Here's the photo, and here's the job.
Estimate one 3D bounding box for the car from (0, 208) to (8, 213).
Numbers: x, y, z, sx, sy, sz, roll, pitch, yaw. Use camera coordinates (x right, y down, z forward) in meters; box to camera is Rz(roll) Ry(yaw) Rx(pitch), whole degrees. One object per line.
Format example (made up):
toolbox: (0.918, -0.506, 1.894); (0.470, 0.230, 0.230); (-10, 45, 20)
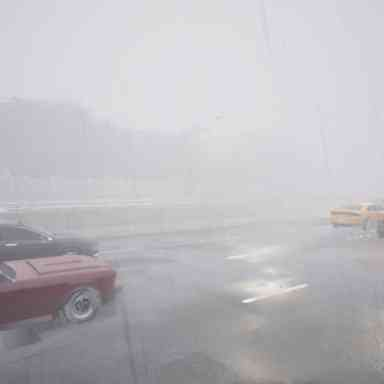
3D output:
car: (-15.395, 1.523, 23.103); (4.674, 1.442, 1.812); (0, 0, -35)

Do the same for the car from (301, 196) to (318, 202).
car: (14.914, 1.255, 40.152); (4.674, 1.442, 1.812); (0, 0, -35)

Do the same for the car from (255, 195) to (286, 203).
car: (10.840, 1.207, 45.846); (5.008, 1.535, 1.882); (0, 0, -35)

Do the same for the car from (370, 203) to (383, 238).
car: (10.717, 1.247, 15.635); (4.553, 1.767, 2.097); (-1, 0, -35)

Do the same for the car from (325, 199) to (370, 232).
car: (10.137, 1.356, 19.511); (5.008, 1.535, 1.882); (-1, 0, -35)

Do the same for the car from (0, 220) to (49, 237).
car: (-4.955, 1.504, 8.806); (4.892, 1.490, 1.837); (0, 0, -35)

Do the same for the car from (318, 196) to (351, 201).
car: (16.483, 1.260, 36.984); (4.674, 1.442, 1.812); (0, 0, -34)

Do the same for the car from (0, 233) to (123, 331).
car: (-3.614, 1.600, 5.466); (4.718, 1.301, 1.895); (0, 0, -35)
